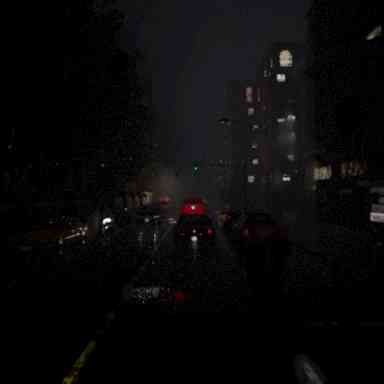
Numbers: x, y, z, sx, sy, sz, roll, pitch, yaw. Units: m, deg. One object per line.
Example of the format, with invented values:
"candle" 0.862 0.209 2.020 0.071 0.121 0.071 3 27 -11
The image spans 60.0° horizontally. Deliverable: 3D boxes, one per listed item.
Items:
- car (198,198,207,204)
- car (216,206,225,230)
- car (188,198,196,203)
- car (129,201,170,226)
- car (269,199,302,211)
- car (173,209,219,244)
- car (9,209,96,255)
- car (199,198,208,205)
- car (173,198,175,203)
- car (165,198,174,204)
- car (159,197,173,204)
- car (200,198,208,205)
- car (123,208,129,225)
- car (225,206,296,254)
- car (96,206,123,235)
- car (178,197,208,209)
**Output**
"car" 2.683 2.311 85.416 2.008 1.369 4.403 0 -1 0
"car" 2.689 1.729 19.616 1.947 1.339 4.313 0 0 0
"car" -0.004 2.359 89.983 1.895 1.301 4.718 0 -1 0
"car" -3.083 1.703 25.253 2.128 1.511 4.902 0 0 0
"car" 14.613 2.039 52.238 5.009 1.841 2.192 1 -1 0
"car" 0.099 1.738 16.591 1.895 1.301 4.718 0 0 0
"car" -5.692 1.639 13.815 1.752 1.417 4.829 0 0 0
"car" 2.683 2.252 79.880 1.887 1.381 4.507 0 -1 0
"car" -5.697 2.147 79.881 1.967 1.590 4.097 0 -1 0
"car" -5.697 2.304 85.415 1.887 1.381 4.507 0 -1 0
"car" -5.697 1.917 68.812 2.192 1.841 5.009 0 -1 0
"car" 2.684 2.181 74.516 1.752 1.417 4.829 0 -1 0
"car" -5.693 1.736 25.075 1.752 1.417 4.829 0 0 0
"car" 2.688 1.556 13.986 1.967 1.590 4.097 0 0 0
"car" -5.692 1.714 19.615 2.008 1.369 4.403 0 0 0
"car" 0.098 1.489 31.608 2.150 2.045 5.566 0 -1 0
